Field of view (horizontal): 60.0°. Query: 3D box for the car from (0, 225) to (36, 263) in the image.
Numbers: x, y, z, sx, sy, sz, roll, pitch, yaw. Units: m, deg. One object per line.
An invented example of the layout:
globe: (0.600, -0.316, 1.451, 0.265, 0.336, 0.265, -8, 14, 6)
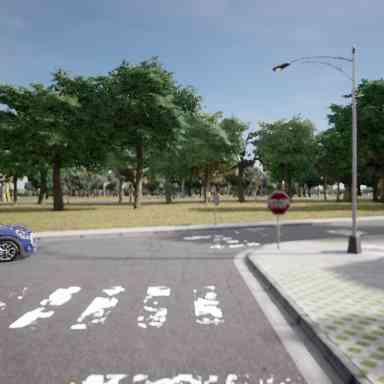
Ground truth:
car: (-7.873, 1.483, 11.426, 4.553, 1.767, 2.097, 0, 0, -23)
